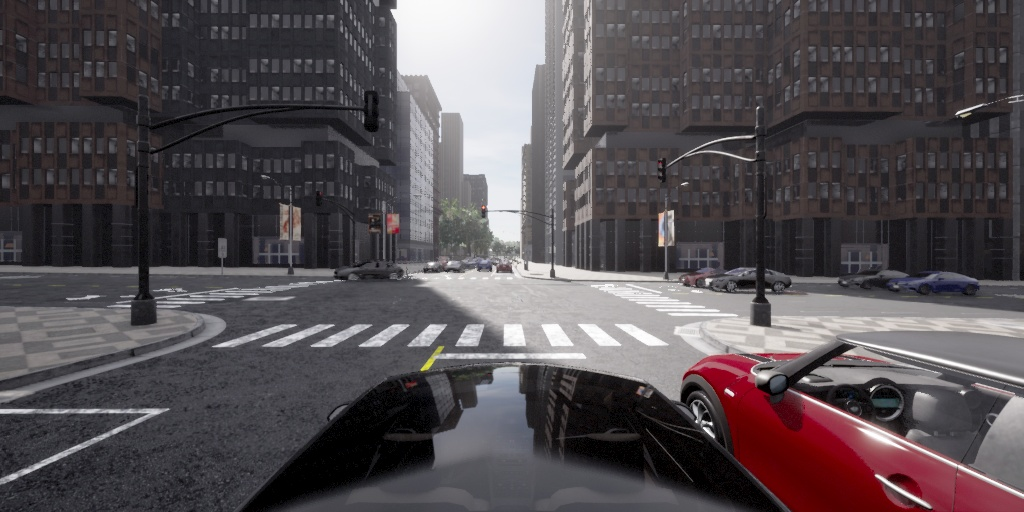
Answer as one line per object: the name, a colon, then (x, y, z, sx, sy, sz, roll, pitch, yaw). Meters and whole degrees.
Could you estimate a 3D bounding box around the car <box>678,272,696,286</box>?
car: (14.259, 1.541, 25.675, 4.181, 1.385, 1.994, 1, 0, 0)

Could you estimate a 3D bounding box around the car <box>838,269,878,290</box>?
car: (26.289, 1.677, 25.838, 4.674, 1.442, 1.812, 1, 0, -1)

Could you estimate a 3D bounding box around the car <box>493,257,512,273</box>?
car: (-0.930, 1.197, 43.604, 1.967, 1.591, 4.097, 0, 0, -1)

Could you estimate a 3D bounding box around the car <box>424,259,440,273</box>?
car: (-9.454, 1.323, 43.485, 1.948, 1.339, 4.313, 0, 0, -1)

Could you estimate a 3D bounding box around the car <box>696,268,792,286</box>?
car: (14.675, 1.478, 22.433, 4.902, 1.511, 2.128, 1, 0, -1)

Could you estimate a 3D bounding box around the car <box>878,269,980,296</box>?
car: (26.477, 1.684, 22.578, 4.674, 1.442, 1.812, 1, 0, -1)

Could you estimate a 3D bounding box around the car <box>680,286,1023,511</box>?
car: (2.760, 1.190, 2.240, 1.967, 1.591, 4.097, 0, 0, 0)

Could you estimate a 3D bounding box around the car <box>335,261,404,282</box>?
car: (-10.554, 1.129, 26.838, 4.892, 1.490, 1.837, 1, 2, -41)

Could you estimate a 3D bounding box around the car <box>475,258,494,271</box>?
car: (-3.663, 1.295, 49.099, 1.812, 1.442, 4.674, 0, 0, -1)

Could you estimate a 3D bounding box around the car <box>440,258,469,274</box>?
car: (-6.779, 1.302, 42.589, 2.033, 1.411, 5.357, 0, 0, -1)

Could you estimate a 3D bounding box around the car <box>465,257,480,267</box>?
car: (-7.039, 1.351, 63.681, 2.033, 1.411, 5.357, 0, 0, 0)

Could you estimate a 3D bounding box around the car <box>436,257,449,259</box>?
car: (-9.531, 1.084, 48.910, 2.192, 1.841, 5.009, 0, 0, -1)
